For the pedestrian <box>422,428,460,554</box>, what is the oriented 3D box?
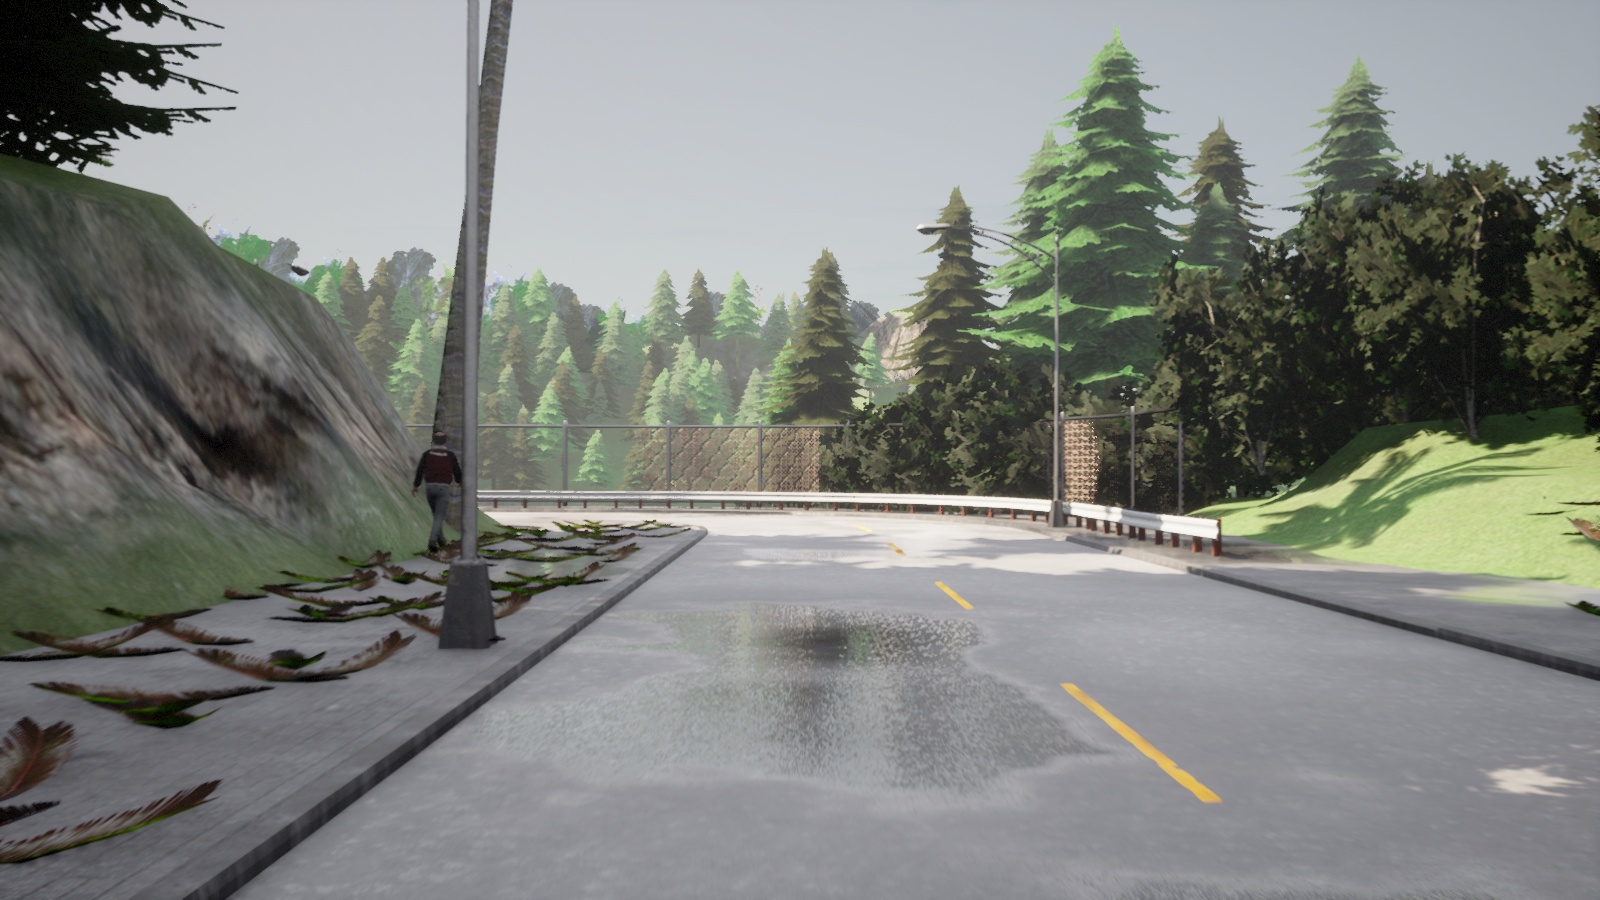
[{"bbox_3d":[-5.378,0.613,18.837,0.376,1.854,0.720,0,-1,0],"label":"pedestrian"}]
